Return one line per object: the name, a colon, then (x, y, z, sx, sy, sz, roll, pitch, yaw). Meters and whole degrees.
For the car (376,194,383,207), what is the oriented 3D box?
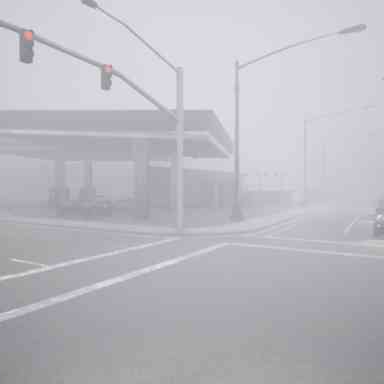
car: (25.099, 1.037, 42.971, 2.128, 1.511, 4.902, 0, 1, 30)

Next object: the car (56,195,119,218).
car: (-8.221, 1.029, 25.288, 4.611, 1.667, 2.242, 0, 1, 31)

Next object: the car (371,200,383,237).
car: (10.116, 1.371, 16.653, 2.033, 1.411, 5.357, 0, 1, 29)

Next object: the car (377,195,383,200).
car: (14.968, 1.237, 25.253, 1.837, 1.490, 4.892, 0, 1, 30)

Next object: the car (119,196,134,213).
car: (-5.960, 1.133, 30.626, 3.806, 1.475, 1.970, 0, 1, 31)
